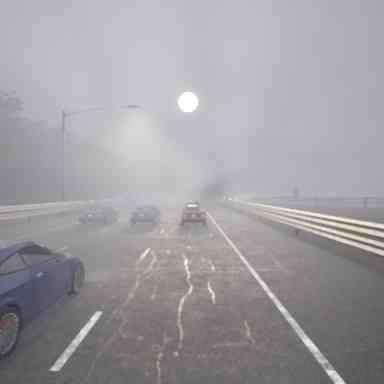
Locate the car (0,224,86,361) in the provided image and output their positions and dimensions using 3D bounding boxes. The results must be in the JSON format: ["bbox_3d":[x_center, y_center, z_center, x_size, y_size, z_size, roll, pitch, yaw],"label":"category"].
[{"bbox_3d":[-3.406,1.551,5.817,1.812,1.442,4.674,0,0,0],"label":"car"}]

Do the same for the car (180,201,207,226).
[{"bbox_3d":[0.111,1.652,24.545,2.033,1.411,5.357,0,0,0],"label":"car"}]

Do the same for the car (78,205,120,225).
[{"bbox_3d":[-6.889,1.654,25.009,2.033,1.411,5.357,0,0,0],"label":"car"}]

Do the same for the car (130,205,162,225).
[{"bbox_3d":[-3.389,1.654,25.044,2.033,1.411,5.357,0,0,0],"label":"car"}]
